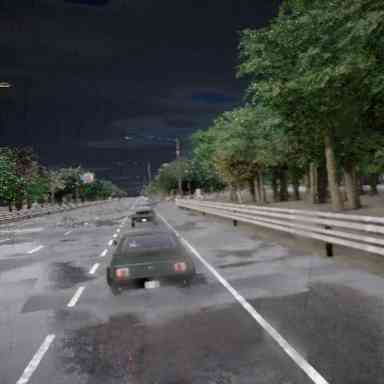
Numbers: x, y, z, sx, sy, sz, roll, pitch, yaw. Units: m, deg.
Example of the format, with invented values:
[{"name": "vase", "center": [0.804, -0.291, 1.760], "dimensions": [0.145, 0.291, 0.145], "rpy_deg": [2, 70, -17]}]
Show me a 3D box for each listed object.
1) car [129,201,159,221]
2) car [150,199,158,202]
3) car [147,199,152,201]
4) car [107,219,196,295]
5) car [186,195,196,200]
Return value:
[{"name": "car", "center": [-3.807, 1.786, 26.172], "dimensions": [1.837, 1.490, 4.892], "rpy_deg": [-4, 0, -9]}, {"name": "car", "center": [-7.565, 2.065, 63.200], "dimensions": [2.128, 1.511, 4.902], "rpy_deg": [-4, 0, 3]}, {"name": "car", "center": [-6.594, 2.087, 44.371], "dimensions": [1.895, 1.301, 4.718], "rpy_deg": [-4, 0, -8]}, {"name": "car", "center": [-1.183, 1.689, 9.197], "dimensions": [1.895, 1.301, 4.718], "rpy_deg": [-4, 0, -9]}, {"name": "car", "center": [-0.415, 1.653, 93.256], "dimensions": [2.128, 1.511, 4.902], "rpy_deg": [-4, 0, 26]}]
